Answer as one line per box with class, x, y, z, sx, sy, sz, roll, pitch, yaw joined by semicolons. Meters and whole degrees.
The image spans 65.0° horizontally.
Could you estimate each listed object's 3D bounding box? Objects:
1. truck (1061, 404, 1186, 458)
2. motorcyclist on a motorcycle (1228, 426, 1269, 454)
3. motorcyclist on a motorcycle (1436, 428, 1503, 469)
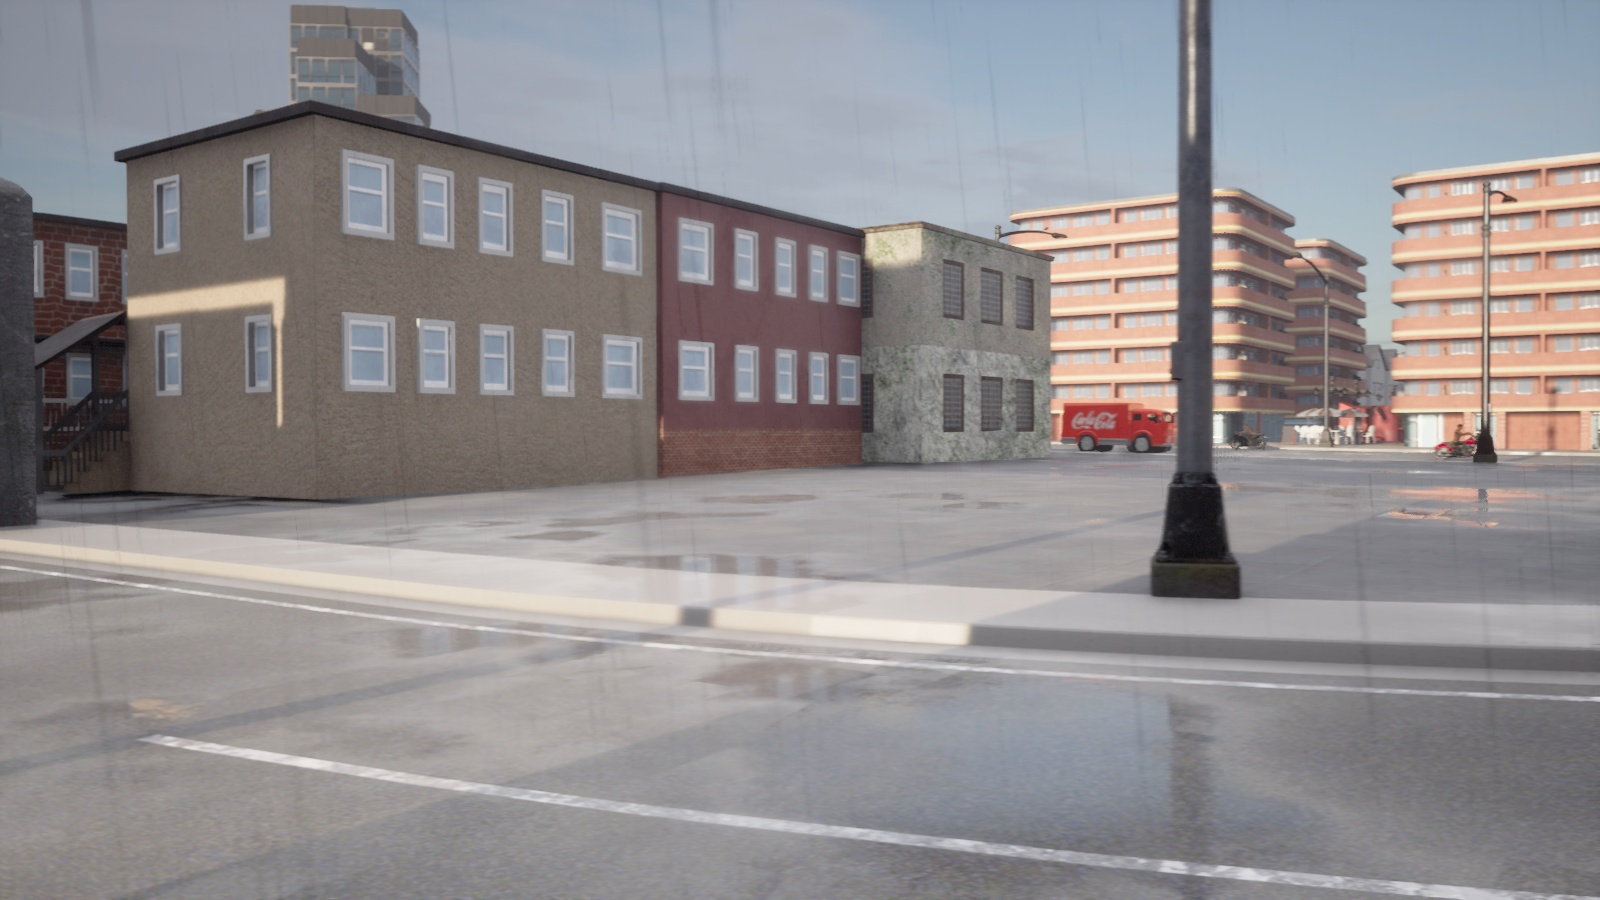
truck;15.704;-0.954;61.025;5.204;2.467;2.627;2;2;35
motorcyclist on a motorcycle;25.446;-0.559;71.282;2.044;1.523;0.797;2;2;35
motorcyclist on a motorcycle;27.904;-0.082;52.359;2.350;1.649;0.766;2;2;35
